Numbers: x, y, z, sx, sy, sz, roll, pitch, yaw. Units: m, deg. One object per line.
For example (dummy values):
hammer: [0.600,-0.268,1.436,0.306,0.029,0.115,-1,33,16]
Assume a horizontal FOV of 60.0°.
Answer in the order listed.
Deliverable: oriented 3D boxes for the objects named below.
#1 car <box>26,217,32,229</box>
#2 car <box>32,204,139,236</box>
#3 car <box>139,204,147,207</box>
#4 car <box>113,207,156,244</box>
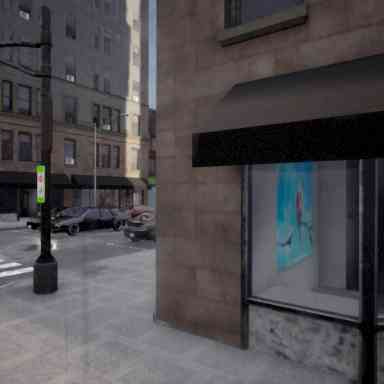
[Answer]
car: [-7.786,1.563,20.329,1.947,1.339,4.313,0,0,35]
car: [-5.761,1.553,18.798,2.033,1.411,5.357,0,0,35]
car: [-4.495,1.583,24.961,1.802,1.307,4.206,0,0,35]
car: [-1.245,1.573,15.680,2.008,1.369,4.403,0,0,35]
